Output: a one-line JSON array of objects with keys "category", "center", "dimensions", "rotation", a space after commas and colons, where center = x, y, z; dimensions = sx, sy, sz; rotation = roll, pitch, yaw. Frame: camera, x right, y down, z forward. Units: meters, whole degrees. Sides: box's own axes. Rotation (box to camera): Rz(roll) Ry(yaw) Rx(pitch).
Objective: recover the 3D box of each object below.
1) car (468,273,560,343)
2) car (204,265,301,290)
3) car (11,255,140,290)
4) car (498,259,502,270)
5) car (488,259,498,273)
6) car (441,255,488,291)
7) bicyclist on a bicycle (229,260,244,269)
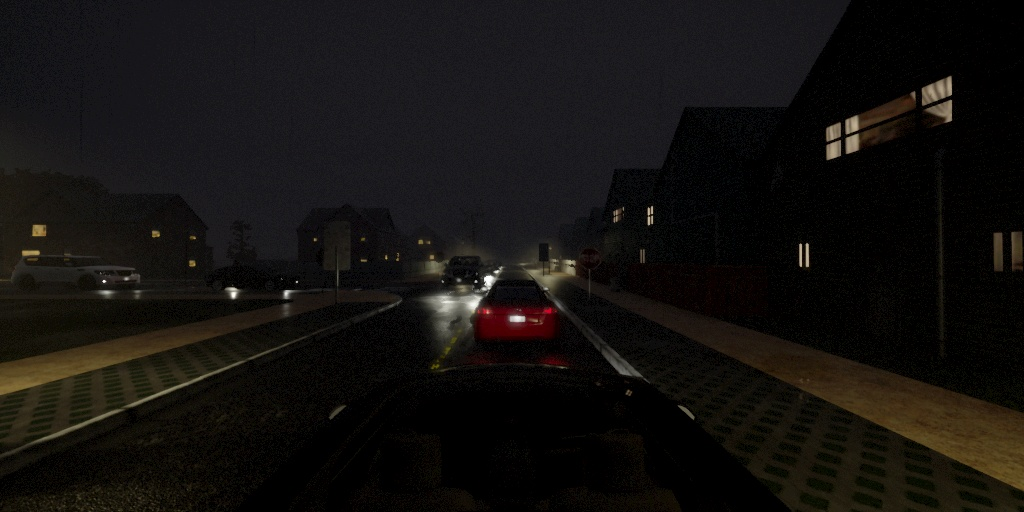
[{"category": "car", "center": [0.092, 1.316, 9.660], "dimensions": [1.994, 1.385, 4.181], "rotation": [0, 0, -1]}, {"category": "car", "center": [-14.789, 1.241, 20.587], "dimensions": [4.892, 1.490, 1.837], "rotation": [0, -1, -1]}, {"category": "car", "center": [-24.813, 0.953, 20.506], "dimensions": [5.566, 2.045, 2.150], "rotation": [0, -1, 0]}, {"category": "car", "center": [-2.908, 1.249, 51.718], "dimensions": [1.882, 1.535, 5.008], "rotation": [0, 0, 0]}, {"category": "car", "center": [-2.906, 1.255, 38.593], "dimensions": [2.128, 1.511, 4.902], "rotation": [0, 0, 0]}, {"category": "car", "center": [-2.883, 0.980, 22.216], "dimensions": [2.150, 2.045, 5.566], "rotation": [0, 0, 0]}, {"category": "bicyclist on a bicycle", "center": [-20.251, 1.101, 26.399], "dimensions": [0.582, 1.620, 1.656], "rotation": [0, 0, -1]}]
